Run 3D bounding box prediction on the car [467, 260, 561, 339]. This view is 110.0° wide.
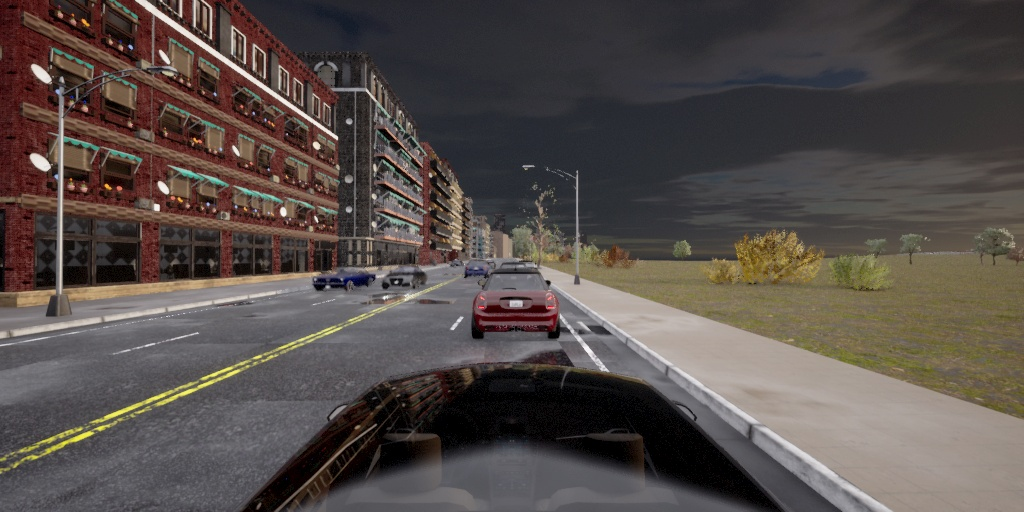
[{"bbox_3d":[0.083,1.104,10.251,2.097,1.767,4.553,0,0,0],"label":"car"}]

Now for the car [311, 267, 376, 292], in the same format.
[{"bbox_3d":[-9.872,1.355,21.426,1.895,1.301,4.718,0,0,0],"label":"car"}]

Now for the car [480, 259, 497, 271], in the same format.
[{"bbox_3d":[-3.203,1.247,50.461,2.128,1.511,4.902,0,0,0],"label":"car"}]

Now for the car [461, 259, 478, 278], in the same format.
[{"bbox_3d":[-3.186,1.109,33.751,2.097,1.767,4.553,0,0,0],"label":"car"}]

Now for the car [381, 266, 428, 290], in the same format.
[{"bbox_3d":[-6.625,1.318,22.526,1.994,1.385,4.181,0,0,0],"label":"car"}]

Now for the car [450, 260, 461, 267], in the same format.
[{"bbox_3d":[-9.878,1.319,64.150,1.994,1.385,4.181,0,0,0],"label":"car"}]

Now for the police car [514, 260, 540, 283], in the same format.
[{"bbox_3d":[1.104,1.181,29.519,1.930,1.638,5.238,0,0,0],"label":"police car"}]
